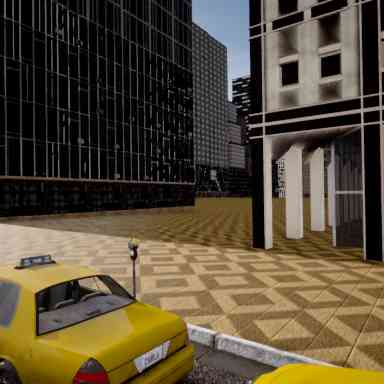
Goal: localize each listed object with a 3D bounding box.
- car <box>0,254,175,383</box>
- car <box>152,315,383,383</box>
[{"bbox_3d":[-2.256,1.527,4.487,4.829,1.417,1.752,0,-1,35],"label":"car"},{"bbox_3d":[2.247,1.525,1.291,4.829,1.417,1.752,0,-1,35],"label":"car"}]
